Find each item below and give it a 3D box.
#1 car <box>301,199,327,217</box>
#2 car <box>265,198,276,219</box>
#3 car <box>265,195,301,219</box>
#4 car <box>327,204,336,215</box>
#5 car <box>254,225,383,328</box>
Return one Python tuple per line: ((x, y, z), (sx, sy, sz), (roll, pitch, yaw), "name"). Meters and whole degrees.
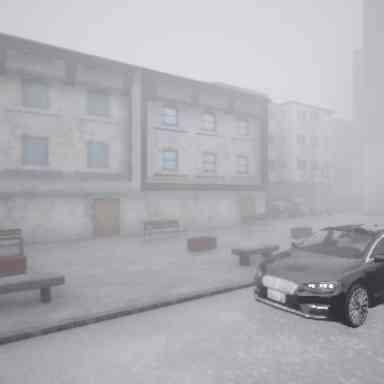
((9.238, 1.343, 29.900), (2.242, 1.667, 4.611), (0, 0, -26), "car")
((4.655, 1.409, 26.838), (1.845, 1.501, 3.633), (0, 0, -26), "car")
((6.849, 1.238, 27.908), (1.905, 1.878, 3.866), (0, 0, -26), "car")
((11.556, 1.411, 31.732), (1.816, 1.474, 4.193), (0, 0, -26), "car")
((3.422, 1.491, 7.050), (4.902, 1.511, 2.128), (0, 0, -36), "car")
